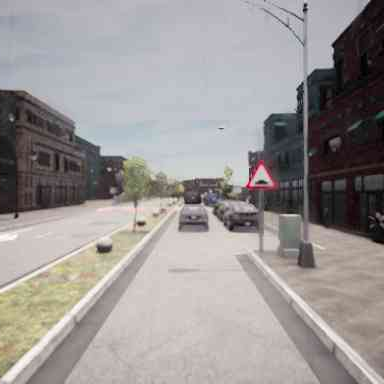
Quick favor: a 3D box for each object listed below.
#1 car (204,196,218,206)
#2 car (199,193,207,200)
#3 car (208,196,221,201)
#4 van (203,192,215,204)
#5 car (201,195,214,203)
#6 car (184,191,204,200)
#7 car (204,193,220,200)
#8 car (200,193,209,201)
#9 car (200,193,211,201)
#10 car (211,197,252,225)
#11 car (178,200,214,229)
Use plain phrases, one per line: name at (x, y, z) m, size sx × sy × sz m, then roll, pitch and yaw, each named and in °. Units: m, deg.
car at (2.989, 1.366, 53.499) m, size 2.002 × 1.452 × 4.674 m, roll 0°, pitch 0°, yaw 0°
car at (2.982, 1.225, 92.246) m, size 2.185 × 1.767 × 4.553 m, roll 0°, pitch 0°, yaw 0°
car at (2.992, 1.432, 31.571) m, size 2.163 × 1.488 × 4.792 m, roll 0°, pitch 0°, yaw 0°
van at (2.988, 1.090, 59.141) m, size 1.878 × 1.987 × 4.442 m, roll 0°, pitch 0°, yaw 0°
car at (2.988, 1.313, 64.539) m, size 2.231 × 1.521 × 4.892 m, roll 0°, pitch 0°, yaw 0°
car at (0.095, 1.000, 43.040) m, size 2.150 × 2.045 × 5.566 m, roll 0°, pitch -4°, yaw 0°
car at (2.990, 1.090, 48.010) m, size 2.435 × 2.045 × 5.566 m, roll 0°, pitch 0°, yaw 0°
car at (2.984, 1.200, 81.076) m, size 2.185 × 1.767 × 4.553 m, roll 0°, pitch 0°, yaw 0°
car at (2.985, 1.192, 75.556) m, size 2.185 × 1.767 × 4.553 m, roll 0°, pitch 0°, yaw 0°
car at (2.993, 1.422, 26.013) m, size 2.231 × 1.521 × 4.892 m, roll 0°, pitch 0°, yaw 0°
car at (0.091, 1.501, 21.386) m, size 2.033 × 1.411 × 5.357 m, roll 0°, pitch 0°, yaw 0°
